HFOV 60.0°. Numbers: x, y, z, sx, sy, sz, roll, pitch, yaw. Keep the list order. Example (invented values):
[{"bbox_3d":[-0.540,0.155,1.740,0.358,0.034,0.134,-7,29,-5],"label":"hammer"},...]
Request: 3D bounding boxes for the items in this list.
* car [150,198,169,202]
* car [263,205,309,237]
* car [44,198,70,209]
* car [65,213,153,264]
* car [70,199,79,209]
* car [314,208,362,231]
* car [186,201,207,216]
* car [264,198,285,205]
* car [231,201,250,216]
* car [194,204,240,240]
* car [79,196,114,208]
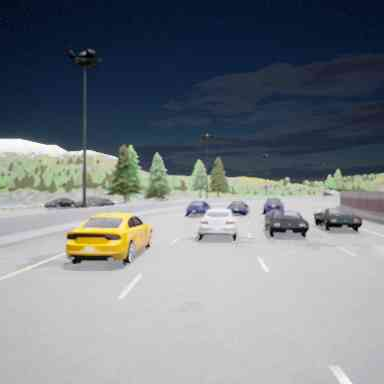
[{"bbox_3d":[-4.992,1.627,50.533,2.033,1.411,5.357,0,0,20],"label":"car"},{"bbox_3d":[5.086,1.650,18.458,1.895,1.301,4.718,0,0,8],"label":"car"},{"bbox_3d":[-17.808,1.539,45.007,1.837,1.490,4.892,0,-1,17],"label":"car"},{"bbox_3d":[-2.713,1.492,11.982,1.882,1.535,5.008,0,0,5],"label":"car"},{"bbox_3d":[-14.009,1.395,45.508,2.097,1.767,4.553,0,0,18],"label":"car"},{"bbox_3d":[9.028,1.666,21.034,1.895,1.301,4.718,0,0,9],"label":"car"},{"bbox_3d":[0.693,1.588,32.317,1.812,1.442,4.674,0,0,13],"label":"car"},{"bbox_3d":[8.804,1.444,35.626,2.097,1.767,4.553,0,0,16],"label":"car"},{"bbox_3d":[4.816,1.641,34.295,1.994,1.385,4.181,0,0,15],"label":"car"},{"bbox_3d":[1.421,1.562,17.350,1.812,1.442,4.674,0,0,7],"label":"car"},{"bbox_3d":[-11.531,1.550,41.546,1.837,1.490,4.892,0,0,16],"label":"car"}]
